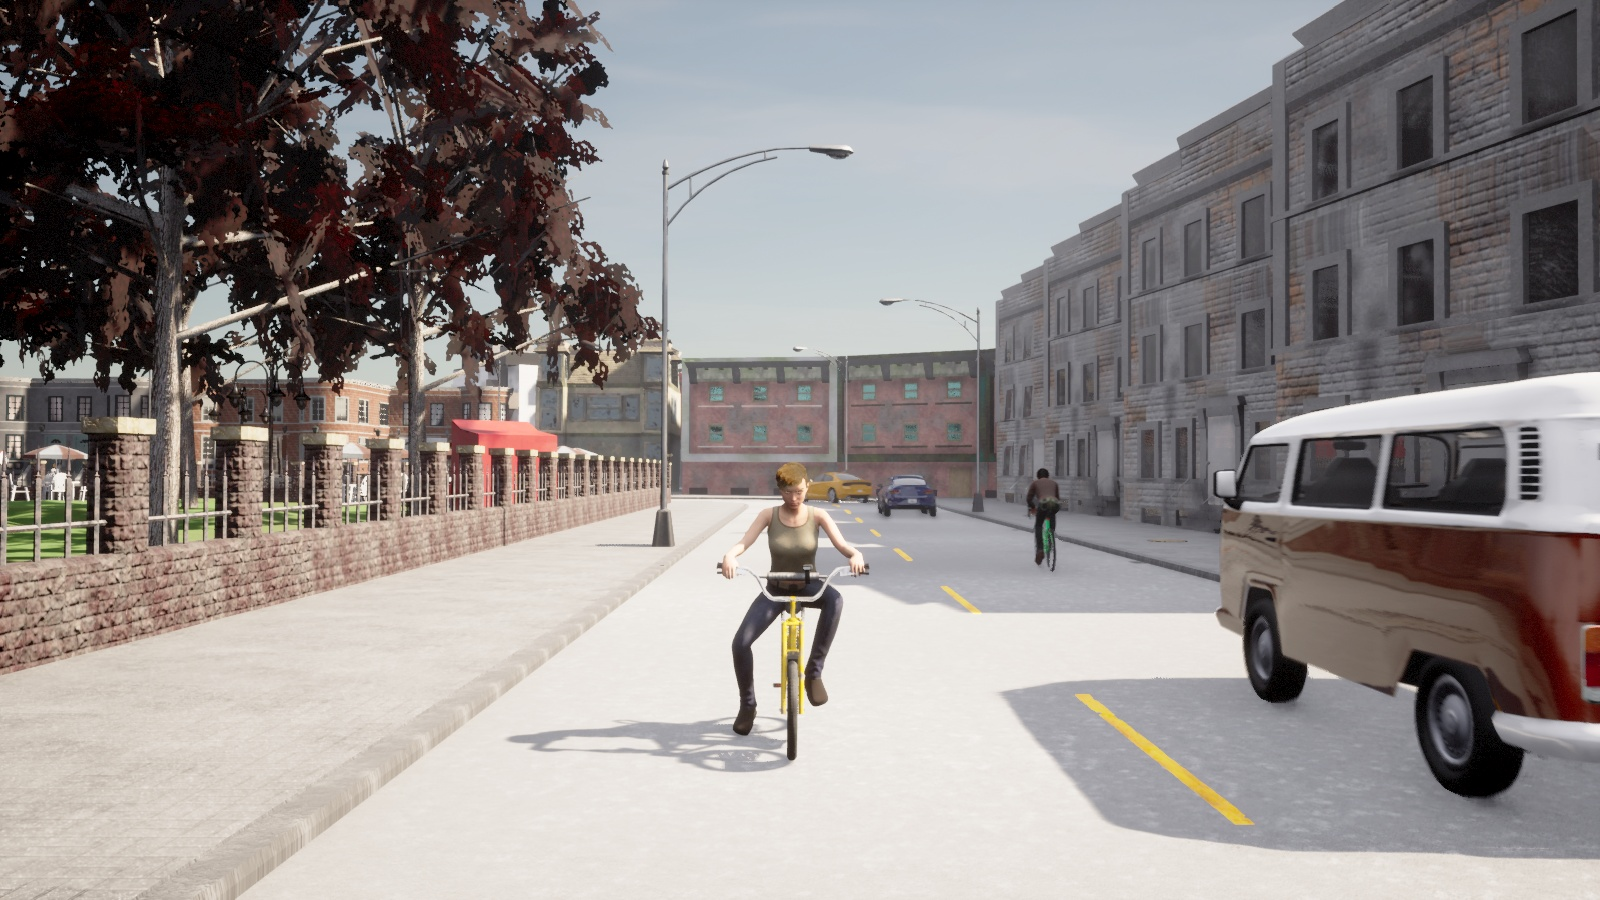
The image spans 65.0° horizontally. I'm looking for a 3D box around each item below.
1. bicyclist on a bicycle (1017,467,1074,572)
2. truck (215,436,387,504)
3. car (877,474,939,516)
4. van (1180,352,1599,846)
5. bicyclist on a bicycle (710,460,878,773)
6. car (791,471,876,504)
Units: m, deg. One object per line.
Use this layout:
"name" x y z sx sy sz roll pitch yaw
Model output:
"bicyclist on a bicycle" 3.932 1.090 20.213 0.582 1.620 1.656 0 -1 0
"truck" -26.305 1.051 66.468 7.936 3.462 2.891 0 -1 0
"car" 3.830 1.584 45.284 1.812 1.442 4.674 0 -1 0
"van" 3.978 0.647 7.440 2.069 2.038 4.480 0 -1 0
"bicyclist on a bicycle" -0.034 0.873 7.262 0.866 1.612 1.509 0 -1 0
"car" 1.616 1.829 62.190 1.882 1.535 5.008 1 -1 -30
